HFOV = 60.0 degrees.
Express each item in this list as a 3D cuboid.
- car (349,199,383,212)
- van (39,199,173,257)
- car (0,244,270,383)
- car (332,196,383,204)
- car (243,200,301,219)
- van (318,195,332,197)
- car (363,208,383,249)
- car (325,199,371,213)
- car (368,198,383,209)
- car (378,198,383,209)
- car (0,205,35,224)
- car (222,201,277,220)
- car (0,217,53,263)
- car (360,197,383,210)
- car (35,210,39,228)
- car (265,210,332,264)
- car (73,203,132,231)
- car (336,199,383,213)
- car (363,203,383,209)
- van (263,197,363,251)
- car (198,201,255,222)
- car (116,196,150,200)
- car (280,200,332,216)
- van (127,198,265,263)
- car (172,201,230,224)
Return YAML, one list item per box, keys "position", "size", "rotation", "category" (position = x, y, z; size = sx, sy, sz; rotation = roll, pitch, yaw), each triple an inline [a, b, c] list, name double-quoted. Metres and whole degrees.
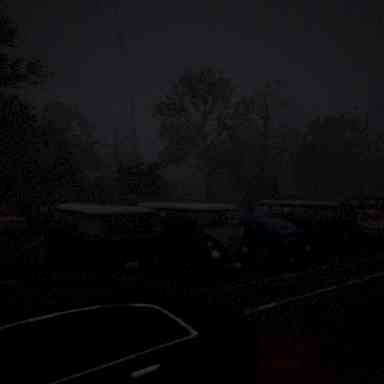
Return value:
- position: [23.212, 1.688, 43.257]
  size: [2.002, 1.452, 4.674]
  rotation: [0, 0, -36]
  category: "car"
- position: [-2.545, 1.305, 8.906]
  size: [1.878, 1.987, 4.442]
  rotation: [0, 0, -36]
  category: "van"
- position: [-1.584, 1.506, 2.554]
  size: [4.892, 1.490, 1.837]
  rotation: [0, 0, -36]
  category: "car"
- position: [11.223, 1.330, 18.573]
  size: [2.435, 2.045, 5.566]
  rotation: [0, 0, -36]
  category: "car"
- position: [7.514, 1.592, 31.806]
  size: [1.946, 1.575, 5.366]
  rotation: [0, 0, -36]
  category: "car"
- position: [16.369, 1.399, 38.510]
  size: [1.878, 1.987, 4.442]
  rotation: [0, 0, -36]
  category: "van"
- position: [6.644, 1.607, 15.336]
  size: [2.002, 1.452, 4.674]
  rotation: [0, 0, -36]
  category: "car"
- position: [18.695, 1.672, 40.026]
  size: [2.002, 1.452, 4.674]
  rotation: [0, 0, -36]
  category: "car"
- position: [27.723, 1.665, 46.493]
  size: [2.097, 1.535, 5.008]
  rotation: [0, 0, -36]
  category: "car"
- position: [29.987, 1.675, 48.097]
  size: [2.231, 1.521, 4.892]
  rotation: [0, 0, -36]
  category: "car"
- position: [-10.766, 1.526, 19.190]
  size: [1.946, 1.575, 5.366]
  rotation: [0, 0, -36]
  category: "car"
- position: [5.131, 1.618, 30.367]
  size: [2.163, 1.488, 4.792]
  rotation: [0, 0, -36]
  category: "car"
- position: [-4.775, 1.548, 7.204]
  size: [2.163, 1.488, 4.792]
  rotation: [0, 0, -36]
  category: "car"
- position: [25.450, 1.531, 44.899]
  size: [2.185, 1.767, 4.553]
  rotation: [0, 0, -36]
  category: "car"
- position: [-8.396, 1.542, 20.651]
  size: [2.097, 1.535, 5.008]
  rotation: [0, 0, -36]
  category: "car"
- position: [2.088, 1.552, 12.069]
  size: [2.097, 1.535, 5.008]
  rotation: [0, 0, -36]
  category: "car"
- position: [-6.136, 1.553, 22.267]
  size: [2.231, 1.521, 4.892]
  rotation: [0, 0, -36]
  category: "car"
- position: [20.956, 1.640, 41.640]
  size: [2.097, 1.535, 5.008]
  rotation: [0, 0, -36]
  category: "car"
- position: [9.033, 1.571, 16.814]
  size: [1.946, 1.575, 5.366]
  rotation: [0, 0, -36]
  category: "car"
- position: [4.298, 1.334, 13.799]
  size: [1.878, 1.987, 4.442]
  rotation: [0, 0, -36]
  category: "van"
- position: [2.887, 1.582, 28.734]
  size: [2.231, 1.521, 4.892]
  rotation: [0, 0, -36]
  category: "car"
- position: [-3.866, 1.307, 23.862]
  size: [2.435, 2.045, 5.566]
  rotation: [0, 0, -36]
  category: "car"
- position: [11.939, 1.640, 35.163]
  size: [2.163, 1.488, 4.792]
  rotation: [0, 0, -36]
  category: "car"
- position: [-0.130, 1.318, 10.346]
  size: [1.878, 1.987, 4.442]
  rotation: [0, 0, -36]
  category: "van"
- position: [0.630, 1.573, 27.119]
  size: [2.097, 1.535, 5.008]
  rotation: [0, 0, -36]
  category: "car"
